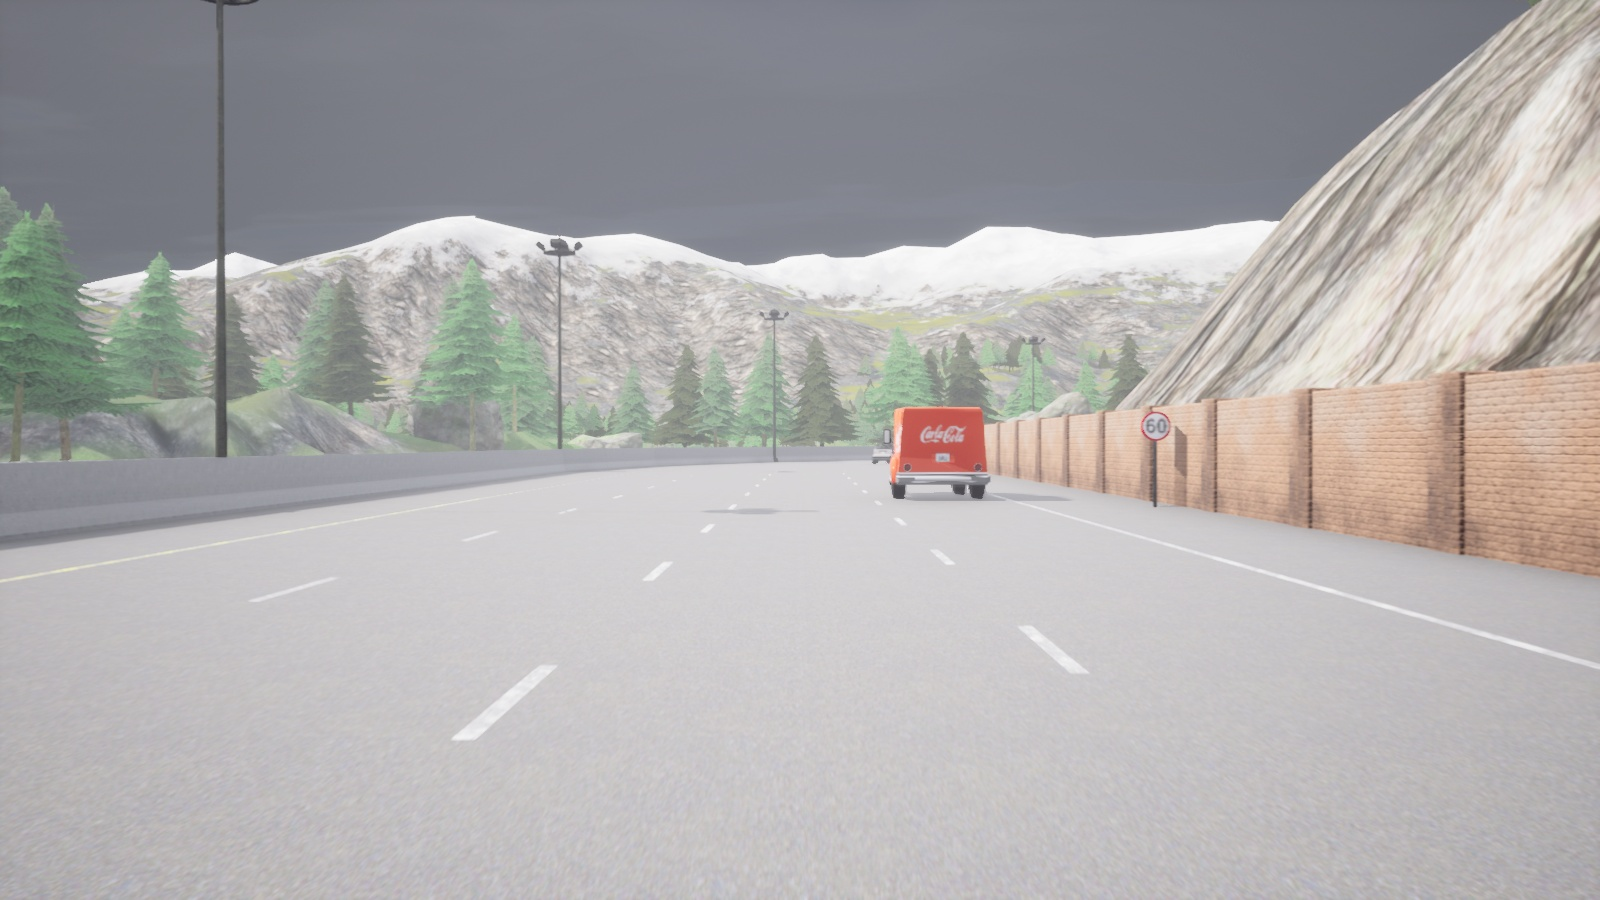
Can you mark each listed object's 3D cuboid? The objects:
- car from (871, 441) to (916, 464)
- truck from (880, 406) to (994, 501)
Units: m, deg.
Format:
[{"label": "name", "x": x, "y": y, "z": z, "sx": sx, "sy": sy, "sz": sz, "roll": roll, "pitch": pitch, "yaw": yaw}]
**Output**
[{"label": "car", "x": 6.558, "y": 0.154, "z": 87.947, "sx": 1.851, "sy": 1.617, "sz": 3.988, "roll": 0, "pitch": 0, "yaw": 25}, {"label": "truck", "x": 3.711, "y": 0.069, "z": 35.137, "sx": 2.627, "sy": 2.467, "sz": 5.204, "roll": 0, "pitch": 1, "yaw": 0}]
